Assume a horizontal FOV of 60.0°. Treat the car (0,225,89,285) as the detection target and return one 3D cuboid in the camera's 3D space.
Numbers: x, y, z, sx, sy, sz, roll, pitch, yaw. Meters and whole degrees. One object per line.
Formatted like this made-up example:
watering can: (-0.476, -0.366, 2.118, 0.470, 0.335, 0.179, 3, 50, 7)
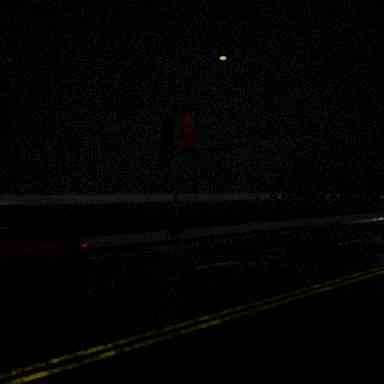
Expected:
car: (-4.775, 1.559, 8.262, 4.181, 1.385, 1.994, 0, 0, -36)
